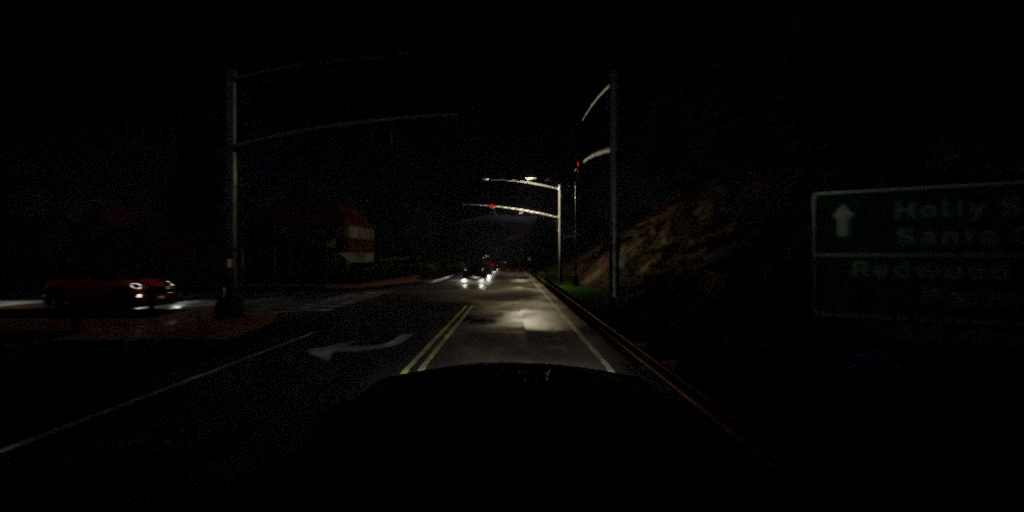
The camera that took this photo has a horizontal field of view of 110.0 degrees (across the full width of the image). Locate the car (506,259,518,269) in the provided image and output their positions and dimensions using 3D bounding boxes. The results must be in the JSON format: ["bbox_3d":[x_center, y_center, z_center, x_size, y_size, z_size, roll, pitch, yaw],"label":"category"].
[{"bbox_3d":[-0.002,1.344,63.526,2.097,1.767,4.553,0,0,0],"label":"car"}]

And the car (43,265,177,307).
[{"bbox_3d":[-18.457,1.322,16.627,4.553,1.767,2.097,0,0,0],"label":"car"}]

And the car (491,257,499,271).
[{"bbox_3d":[-3.502,1.182,55.566,2.150,2.045,5.566,0,0,0],"label":"car"}]

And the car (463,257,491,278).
[{"bbox_3d":[-3.581,1.234,35.668,2.097,1.767,4.553,0,0,0],"label":"car"}]

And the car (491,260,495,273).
[{"bbox_3d":[-3.519,1.522,45.279,1.895,1.301,4.718,0,0,0],"label":"car"}]
